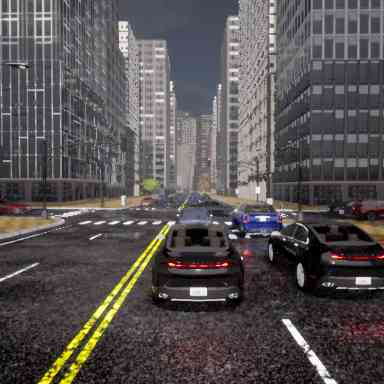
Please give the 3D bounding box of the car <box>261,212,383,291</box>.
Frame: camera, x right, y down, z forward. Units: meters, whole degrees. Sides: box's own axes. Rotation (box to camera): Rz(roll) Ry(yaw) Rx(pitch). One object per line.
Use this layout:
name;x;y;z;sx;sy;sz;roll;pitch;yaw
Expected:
car;3.375;1.500;8.961;1.837;1.490;4.892;0;0;0

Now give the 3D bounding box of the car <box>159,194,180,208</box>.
car;-3.208;1.471;48.286;1.837;1.490;4.892;0;0;0

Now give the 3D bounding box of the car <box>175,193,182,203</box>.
car;-3.176;1.460;57.625;1.837;1.490;4.892;0;0;0

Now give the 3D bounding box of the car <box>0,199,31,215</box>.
car;-17.849;1.383;31.778;4.674;1.442;1.812;1;1;1

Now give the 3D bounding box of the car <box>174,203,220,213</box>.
car;0.149;1.538;17.810;2.033;1.411;5.357;0;0;0

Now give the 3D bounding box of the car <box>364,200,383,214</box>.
car;21.910;1.643;36.792;4.829;1.417;1.752;1;0;1

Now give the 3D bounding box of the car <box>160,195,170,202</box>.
car;-6.287;1.453;77.938;1.812;1.442;4.674;0;0;0

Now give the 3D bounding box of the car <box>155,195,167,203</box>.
car;-6.333;1.420;67.668;1.882;1.535;5.008;0;0;0

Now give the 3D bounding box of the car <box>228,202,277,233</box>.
car;3.397;1.342;18.044;2.097;1.767;4.553;0;0;0

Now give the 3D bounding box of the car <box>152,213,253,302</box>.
car;0.120;1.501;8.255;1.837;1.490;4.892;0;0;0

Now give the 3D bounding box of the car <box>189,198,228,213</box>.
car;2.150;1.563;31.384;4.674;1.442;1.812;1;1;1

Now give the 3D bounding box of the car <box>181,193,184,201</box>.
car;-3.089;1.469;67.446;1.812;1.442;4.674;0;0;1

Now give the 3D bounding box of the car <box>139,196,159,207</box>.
car;-6.454;1.491;49.059;1.812;1.442;4.674;0;0;2

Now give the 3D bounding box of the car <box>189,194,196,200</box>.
car;0.246;1.220;89.772;1.882;1.535;5.008;0;0;0

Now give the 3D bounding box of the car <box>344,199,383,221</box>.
car;16.279;1.519;28.521;5.009;1.841;2.192;1;0;1

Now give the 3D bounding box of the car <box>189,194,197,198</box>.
car;0.218;1.396;79.355;1.882;1.535;5.008;0;0;0

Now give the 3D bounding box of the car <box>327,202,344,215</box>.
car;16.521;1.617;34.301;4.892;1.490;1.837;1;1;1

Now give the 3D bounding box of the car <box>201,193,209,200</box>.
car;3.496;1.097;89.733;2.097;1.767;4.553;0;0;0

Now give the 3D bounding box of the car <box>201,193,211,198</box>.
car;3.468;1.396;79.344;1.882;1.535;5.008;0;0;0

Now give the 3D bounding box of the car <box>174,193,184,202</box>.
car;-3.037;1.154;77.898;2.150;2.045;5.566;0;0;0
